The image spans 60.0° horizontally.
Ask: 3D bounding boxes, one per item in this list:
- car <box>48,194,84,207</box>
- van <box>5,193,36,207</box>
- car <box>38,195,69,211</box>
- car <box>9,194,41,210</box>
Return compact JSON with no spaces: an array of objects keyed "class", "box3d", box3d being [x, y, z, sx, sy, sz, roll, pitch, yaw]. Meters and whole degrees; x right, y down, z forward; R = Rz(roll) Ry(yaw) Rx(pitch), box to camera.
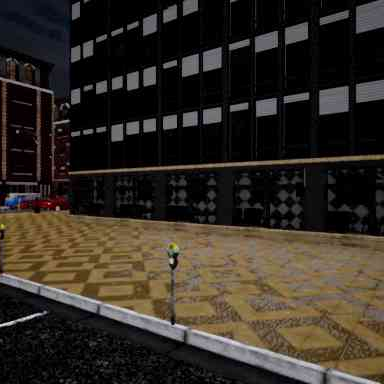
[{"class":"car","box3d":[-16.751,1.079,44.230,1.967,1.590,4.097,1,1,35]},{"class":"van","box3d":[-19.988,1.050,39.590,1.690,1.788,3.998,1,1,35]},{"class":"car","box3d":[-13.512,1.269,35.105,1.887,1.381,4.507,1,1,35]},{"class":"car","box3d":[-18.042,1.277,38.089,1.994,1.385,4.181,0,1,35]}]
